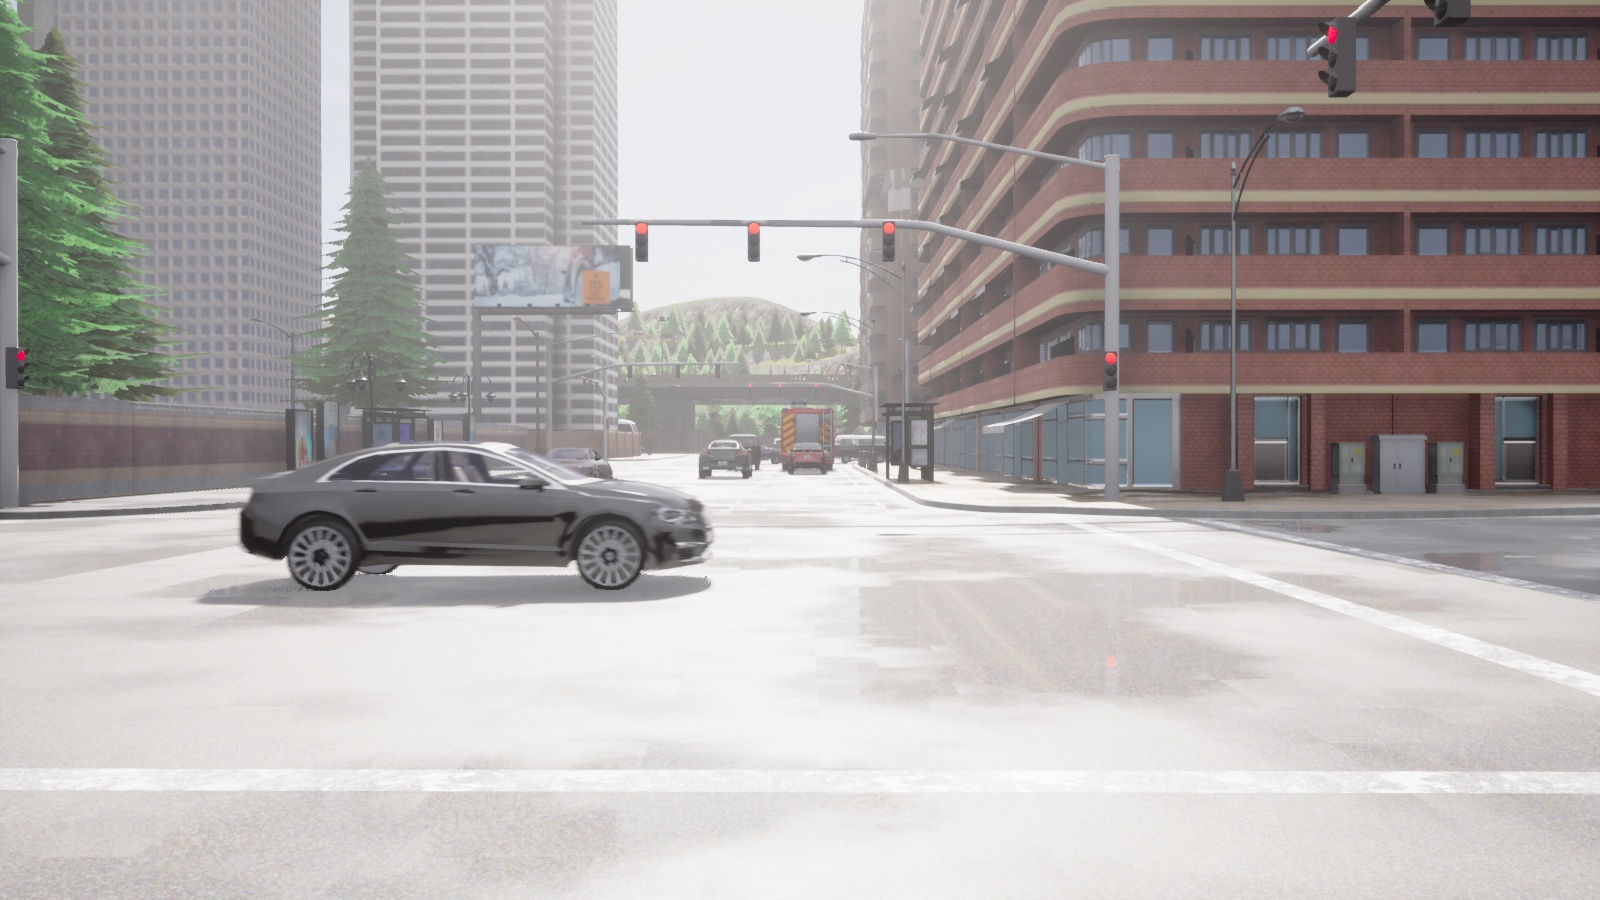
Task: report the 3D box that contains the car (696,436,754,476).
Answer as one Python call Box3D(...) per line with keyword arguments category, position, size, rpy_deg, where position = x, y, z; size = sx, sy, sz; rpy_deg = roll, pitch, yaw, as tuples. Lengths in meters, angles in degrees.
Box3D(category="car", position=(-3.181, 0.216, 54.241), size=(2.152, 1.651, 5.027), rpy_deg=(0, 0, 0))

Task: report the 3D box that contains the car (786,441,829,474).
Box3D(category="car", position=(0.355, 0.351, 60.665), size=(2.007, 1.525, 4.514), rpy_deg=(0, 0, 0))

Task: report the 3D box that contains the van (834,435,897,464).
Box3D(category="van", position=(4.658, -0.033, 89.830), size=(4.480, 2.038, 2.069), rpy_deg=(0, 0, 1))

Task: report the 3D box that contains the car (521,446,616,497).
Box3D(category="car", position=(-6.770, 0.595, 37.184), size=(1.994, 1.385, 4.181), rpy_deg=(0, 0, 1))

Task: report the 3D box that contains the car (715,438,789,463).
Box3D(category="car", position=(-3.266, 0.035, 86.417), size=(5.027, 1.651, 2.152), rpy_deg=(0, 0, 1))

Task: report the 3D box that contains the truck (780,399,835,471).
Box3D(category="truck", position=(0.412, -0.817, 70.674), size=(2.891, 3.827, 8.468), rpy_deg=(0, 0, 0))

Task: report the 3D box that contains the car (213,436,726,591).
Box3D(category="car", position=(-3.297, 0.613, 13.362), size=(4.902, 1.511, 2.128), rpy_deg=(0, 0, 0))

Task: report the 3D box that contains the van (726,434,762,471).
Box3D(category="van", position=(-3.095, 0.104, 69.619), size=(1.775, 1.987, 4.442), rpy_deg=(0, 0, 0))
